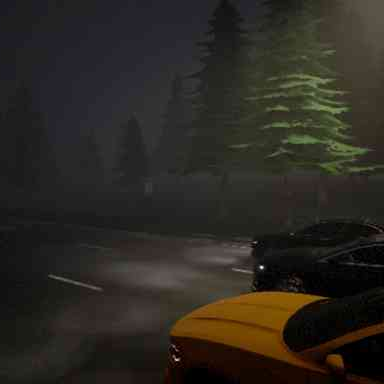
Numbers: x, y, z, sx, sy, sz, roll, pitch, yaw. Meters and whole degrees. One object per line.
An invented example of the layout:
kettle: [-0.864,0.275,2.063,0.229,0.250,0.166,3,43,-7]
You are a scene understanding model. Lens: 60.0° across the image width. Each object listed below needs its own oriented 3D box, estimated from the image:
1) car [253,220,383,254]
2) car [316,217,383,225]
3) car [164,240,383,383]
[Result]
car: [3.473,1.487,5.814,4.902,1.511,2.128,1,0,36]
car: [4.116,1.484,9.654,4.892,1.490,1.837,0,0,36]
car: [2.034,1.480,2.541,5.008,1.535,1.882,0,0,36]
